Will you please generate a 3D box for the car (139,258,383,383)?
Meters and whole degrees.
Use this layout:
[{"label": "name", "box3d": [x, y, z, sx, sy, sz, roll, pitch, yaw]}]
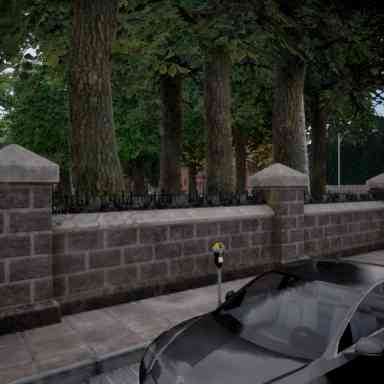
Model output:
[{"label": "car", "box3d": [1.505, 1.565, 3.894, 4.313, 1.339, 1.947, 0, -1, -36]}]
